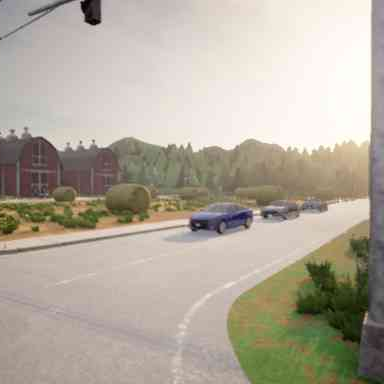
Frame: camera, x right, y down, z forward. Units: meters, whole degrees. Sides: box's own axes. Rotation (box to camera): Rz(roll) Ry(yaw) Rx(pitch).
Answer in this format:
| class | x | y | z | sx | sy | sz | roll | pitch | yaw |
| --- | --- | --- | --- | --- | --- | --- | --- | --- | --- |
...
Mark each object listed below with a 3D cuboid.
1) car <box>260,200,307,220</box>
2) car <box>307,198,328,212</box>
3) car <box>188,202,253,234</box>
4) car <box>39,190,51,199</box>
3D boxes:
| class | x | y | z | sx | sy | sz | roll | pitch | yaw |
| --- | --- | --- | --- | --- | --- | --- | --- | --- | --- |
| car | 7.252 | 1.355 | 26.693 | 2.033 | 1.411 | 5.357 | 0 | 0 | 34 |
| car | 12.891 | 1.315 | 34.966 | 1.994 | 1.385 | 4.181 | 0 | 0 | 34 |
| car | 1.690 | 1.341 | 18.514 | 1.882 | 1.535 | 5.008 | 0 | 0 | 34 |
| car | -34.067 | 0.653 | 77.251 | 1.905 | 1.878 | 3.866 | 6 | 1 | -12 |
